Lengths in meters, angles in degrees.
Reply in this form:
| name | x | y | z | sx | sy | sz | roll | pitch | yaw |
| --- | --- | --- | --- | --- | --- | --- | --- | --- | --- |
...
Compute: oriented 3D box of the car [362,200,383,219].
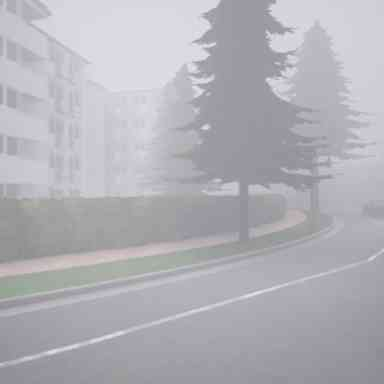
| name | x | y | z | sx | sy | sz | roll | pitch | yaw |
| --- | --- | --- | --- | --- | --- | --- | --- | --- | --- |
| car | 16.399 | 1.467 | 29.058 | 1.882 | 1.535 | 5.008 | 0 | 0 | 14 |
